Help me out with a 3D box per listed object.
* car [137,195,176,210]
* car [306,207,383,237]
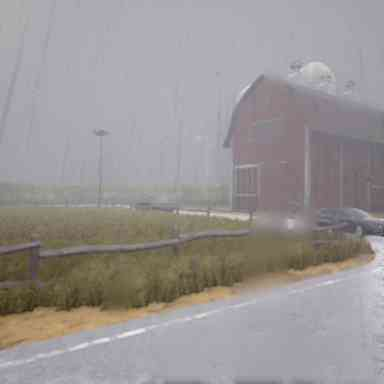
[{"bbox_3d":[-3.954,1.335,35.818,2.150,2.045,5.566,0,-1,-38],"label":"car"},{"bbox_3d":[8.633,1.617,18.550,1.837,1.490,4.892,0,0,-27],"label":"car"}]
